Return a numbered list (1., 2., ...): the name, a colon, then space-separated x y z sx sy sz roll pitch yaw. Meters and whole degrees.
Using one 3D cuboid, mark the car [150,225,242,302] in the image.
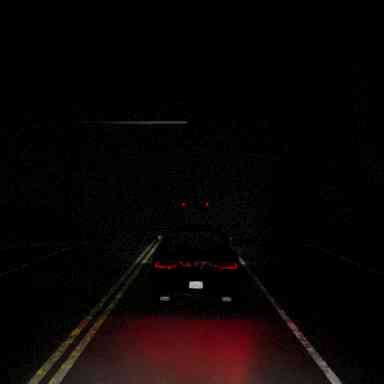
1. car: 0.080 1.594 8.598 1.882 1.535 5.008 1 -1 0
